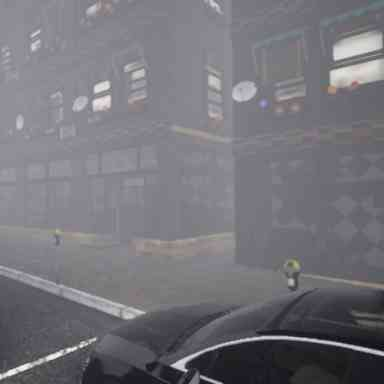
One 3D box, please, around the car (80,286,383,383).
[{"bbox_3d":[1.135,1.528,2.424,4.892,1.490,1.837,0,0,38],"label":"car"}]
